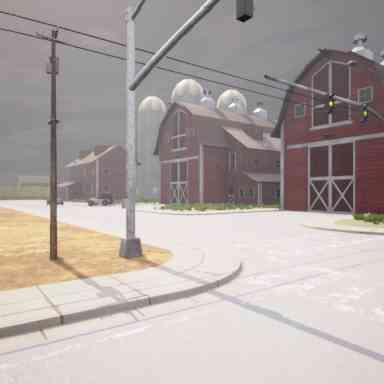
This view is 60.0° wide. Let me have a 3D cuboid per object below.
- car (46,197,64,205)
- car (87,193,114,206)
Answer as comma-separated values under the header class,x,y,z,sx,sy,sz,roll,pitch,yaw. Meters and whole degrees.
class,x,y,z,sx,sy,sz,roll,pitch,yaw
car,-23.312,1.537,56.553,1.994,1.385,4.181,0,0,-36
car,-13.842,1.117,50.567,3.866,1.878,1.905,-2,5,11
